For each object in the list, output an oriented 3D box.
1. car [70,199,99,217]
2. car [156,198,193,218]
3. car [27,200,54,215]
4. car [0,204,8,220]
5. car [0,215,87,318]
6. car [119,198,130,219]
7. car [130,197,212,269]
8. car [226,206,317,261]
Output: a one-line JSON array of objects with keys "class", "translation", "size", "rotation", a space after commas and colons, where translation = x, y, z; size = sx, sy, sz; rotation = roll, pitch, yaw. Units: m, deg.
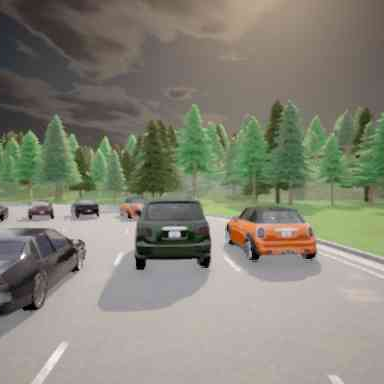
[{"class": "car", "translation": [-9.453, 1.358, 29.150], "size": [1.882, 1.535, 5.008], "rotation": [0, 0, -27]}, {"class": "car", "translation": [-1.694, 1.359, 29.765], "size": [1.812, 1.442, 4.674], "rotation": [0, 0, -23]}, {"class": "car", "translation": [-12.848, 1.431, 28.148], "size": [1.812, 1.442, 4.674], "rotation": [0, 0, -28]}, {"class": "car", "translation": [-15.161, 1.536, 25.314], "size": [1.895, 1.301, 4.718], "rotation": [0, 0, -25]}, {"class": "car", "translation": [-3.877, 1.524, 7.559], "size": [2.033, 1.411, 5.357], "rotation": [0, 0, -5]}, {"class": "car", "translation": [-4.804, 1.213, 28.104], "size": [2.097, 1.767, 4.553], "rotation": [-1, 0, -22]}, {"class": "car", "translation": [-0.741, 1.160, 11.213], "size": [2.150, 2.045, 5.566], "rotation": [0, 0, -6]}, {"class": "car", "translation": [2.625, 1.265, 12.124], "size": [2.097, 1.767, 4.553], "rotation": [0, 0, -6]}]
